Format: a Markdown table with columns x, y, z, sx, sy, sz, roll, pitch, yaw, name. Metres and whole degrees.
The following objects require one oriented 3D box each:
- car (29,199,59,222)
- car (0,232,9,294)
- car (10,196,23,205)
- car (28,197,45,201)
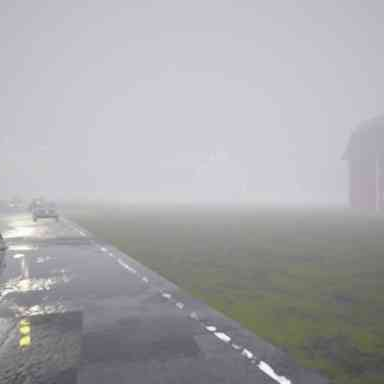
| x | y | z | sx | sy | sz | roll | pitch | yaw | name |
| --- | --- | --- | --- | --- | --- | --- | --- | --- | --- |
| -11.845 | 1.558 | 26.891 | 2.033 | 1.411 | 5.357 | 0 | 0 | -26 | car |
| -5.722 | 1.549 | 8.343 | 2.033 | 1.411 | 5.357 | 0 | 0 | -27 | car |
| -31.993 | 1.511 | 60.711 | 1.837 | 1.490 | 4.892 | 0 | 0 | -27 | car |
| -18.668 | 1.363 | 40.407 | 2.097 | 1.767 | 4.553 | 0 | 0 | -26 | car |
